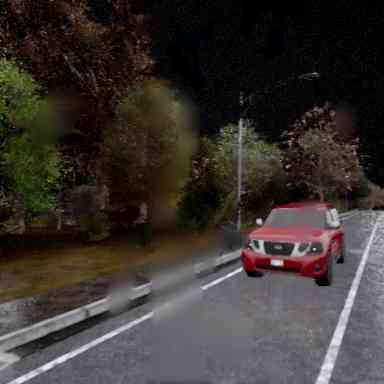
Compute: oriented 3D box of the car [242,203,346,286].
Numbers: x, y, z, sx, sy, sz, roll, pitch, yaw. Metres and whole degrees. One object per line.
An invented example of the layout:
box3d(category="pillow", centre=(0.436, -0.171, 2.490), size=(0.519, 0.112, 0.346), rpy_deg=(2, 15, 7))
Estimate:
box3d(category="car", centre=(3.464, 1.405, 10.510), size=(2.150, 2.045, 5.566), rpy_deg=(-1, -1, 30))
